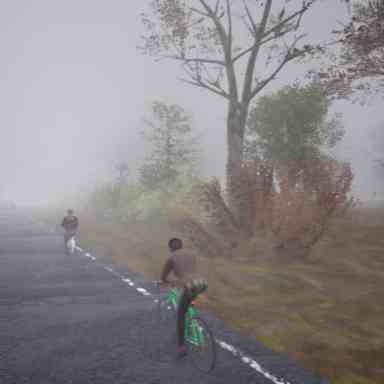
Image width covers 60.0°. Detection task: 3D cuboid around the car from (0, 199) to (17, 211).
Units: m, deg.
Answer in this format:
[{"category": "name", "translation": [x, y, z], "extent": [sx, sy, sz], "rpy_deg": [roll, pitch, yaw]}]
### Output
[{"category": "car", "translation": [-27.972, 2.164, 50.961], "extent": [1.994, 1.385, 4.181], "rpy_deg": [-1, 0, -30]}]

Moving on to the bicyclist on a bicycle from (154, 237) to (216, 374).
[{"category": "bicyclist on a bicycle", "translation": [-0.148, 1.473, 4.618], "extent": [0.582, 1.620, 1.656], "rpy_deg": [-1, 0, -30]}]

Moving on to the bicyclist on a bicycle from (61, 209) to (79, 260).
[{"category": "bicyclist on a bicycle", "translation": [-4.431, 1.479, 12.002], "extent": [0.659, 1.776, 1.843], "rpy_deg": [0, 0, -30]}]

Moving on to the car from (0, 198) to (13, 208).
[{"category": "car", "translation": [-36.010, 2.124, 64.560], "extent": [2.097, 1.767, 4.553], "rpy_deg": [-1, 0, -30]}]
